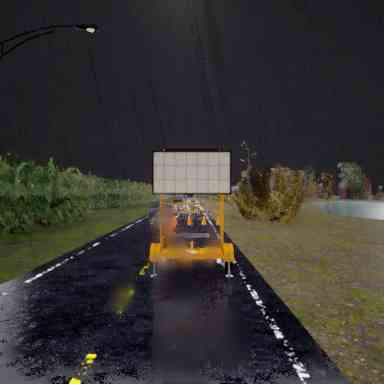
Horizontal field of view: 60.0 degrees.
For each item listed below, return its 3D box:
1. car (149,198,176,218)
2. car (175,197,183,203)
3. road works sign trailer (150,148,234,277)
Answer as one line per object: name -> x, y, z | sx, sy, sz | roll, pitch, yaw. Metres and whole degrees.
car -> -2.858, 1.584, 31.166 | 2.033, 1.411, 5.357 | 0, 0, 0
car -> -2.770, 1.729, 65.673 | 1.895, 1.301, 4.718 | 0, 0, 0
road works sign trailer -> -0.004, 0.471, 10.234 | 2.380, 3.560, 2.880 | 0, 0, 0
